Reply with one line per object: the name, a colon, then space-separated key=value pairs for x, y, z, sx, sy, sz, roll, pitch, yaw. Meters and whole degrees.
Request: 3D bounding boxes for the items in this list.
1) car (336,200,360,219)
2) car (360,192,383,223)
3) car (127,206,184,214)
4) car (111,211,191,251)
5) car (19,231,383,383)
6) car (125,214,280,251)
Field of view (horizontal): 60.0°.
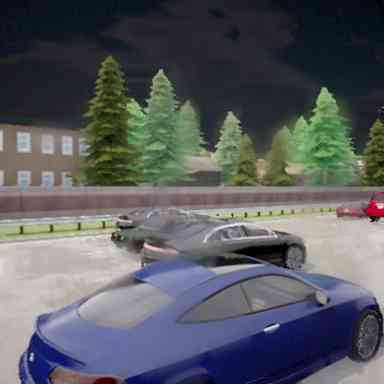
car: x=13.159 y=1.334 z=26.005 sx=4.181 sy=1.385 sz=1.994 roll=-1 pitch=0 yaw=-35
car: x=13.925 y=1.006 z=22.254 sx=5.566 sy=2.045 sz=2.150 roll=-1 pitch=0 yaw=-35
car: x=-1.191 y=1.419 z=15.788 sx=4.902 sy=1.511 sz=2.128 roll=-1 pitch=0 yaw=-35
car: x=-0.377 y=1.542 z=12.070 sx=4.718 sy=1.301 sz=1.895 roll=-1 pitch=0 yaw=-35
car: x=0.495 y=1.502 z=4.114 sx=4.674 sy=1.442 sz=1.812 roll=-1 pitch=0 yaw=-36
car: x=1.015 y=1.439 z=8.765 sx=4.902 sy=1.511 sz=2.128 roll=-1 pitch=0 yaw=-35
